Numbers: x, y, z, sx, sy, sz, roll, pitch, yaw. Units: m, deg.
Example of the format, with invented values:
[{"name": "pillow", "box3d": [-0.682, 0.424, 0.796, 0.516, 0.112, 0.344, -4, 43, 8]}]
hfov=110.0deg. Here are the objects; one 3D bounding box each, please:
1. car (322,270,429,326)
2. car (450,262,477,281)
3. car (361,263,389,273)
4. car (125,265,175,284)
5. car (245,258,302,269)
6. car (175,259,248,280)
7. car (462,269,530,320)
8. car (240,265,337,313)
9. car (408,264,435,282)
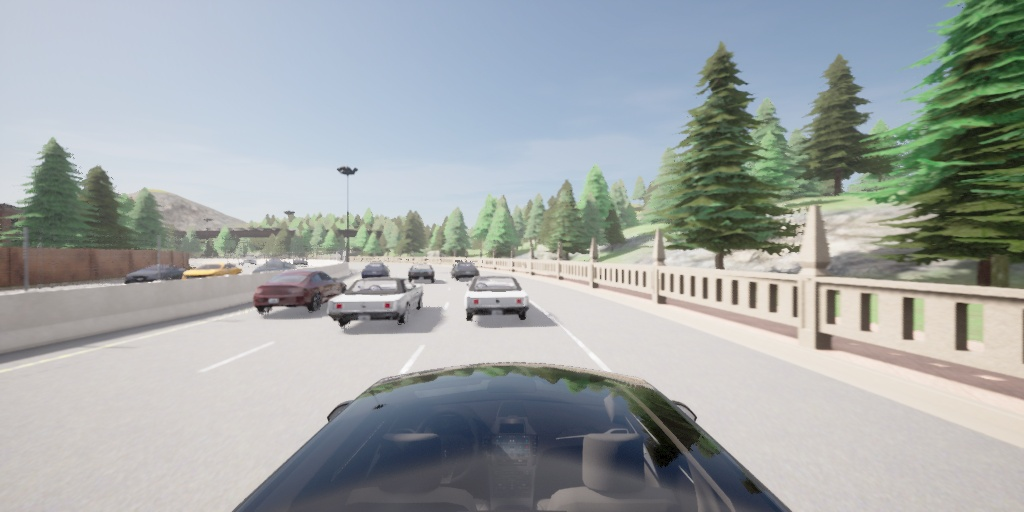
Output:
[{"name": "car", "box3d": [-4.073, 1.324, 11.585, 1.895, 1.301, 4.718, 0, 0, -6]}, {"name": "car", "box3d": [-3.904, 1.213, 29.360, 1.994, 1.385, 4.181, 0, 0, -15]}, {"name": "car", "box3d": [-11.281, 1.235, 29.821, 1.994, 1.385, 4.181, 0, 0, -16]}, {"name": "car", "box3d": [-24.683, 1.298, 25.186, 1.994, 1.385, 4.181, 0, 0, -17]}, {"name": "car", "box3d": [-18.035, 1.181, 27.394, 1.882, 1.535, 5.008, 0, 0, -17]}, {"name": "car", "box3d": [-21.143, 1.198, 25.561, 1.882, 1.535, 5.008, 0, 0, -16]}, {"name": "car", "box3d": [-0.645, 1.309, 12.389, 1.895, 1.301, 4.718, 0, 0, -6]}, {"name": "car", "box3d": [-7.901, 1.252, 13.745, 1.812, 1.442, 4.674, 0, 0, -7]}, {"name": "car", "box3d": [-6.953, 1.268, 27.460, 1.895, 1.301, 4.718, 0, 0, -14]}]
